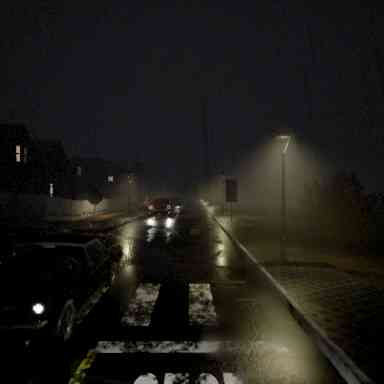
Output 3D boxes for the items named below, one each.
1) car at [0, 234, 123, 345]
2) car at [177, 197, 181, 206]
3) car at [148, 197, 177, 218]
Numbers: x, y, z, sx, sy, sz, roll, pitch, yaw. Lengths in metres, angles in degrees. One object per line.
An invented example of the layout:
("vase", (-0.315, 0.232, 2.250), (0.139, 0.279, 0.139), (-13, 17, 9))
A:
("car", (-2.749, 1.596, 6.528), (1.895, 1.301, 4.718), (0, 1, 0))
("car", (-2.838, 1.539, 55.232), (2.128, 1.511, 4.902), (0, 0, 0))
("car", (-2.795, 1.318, 30.510), (2.097, 1.767, 4.553), (0, -1, 0))
